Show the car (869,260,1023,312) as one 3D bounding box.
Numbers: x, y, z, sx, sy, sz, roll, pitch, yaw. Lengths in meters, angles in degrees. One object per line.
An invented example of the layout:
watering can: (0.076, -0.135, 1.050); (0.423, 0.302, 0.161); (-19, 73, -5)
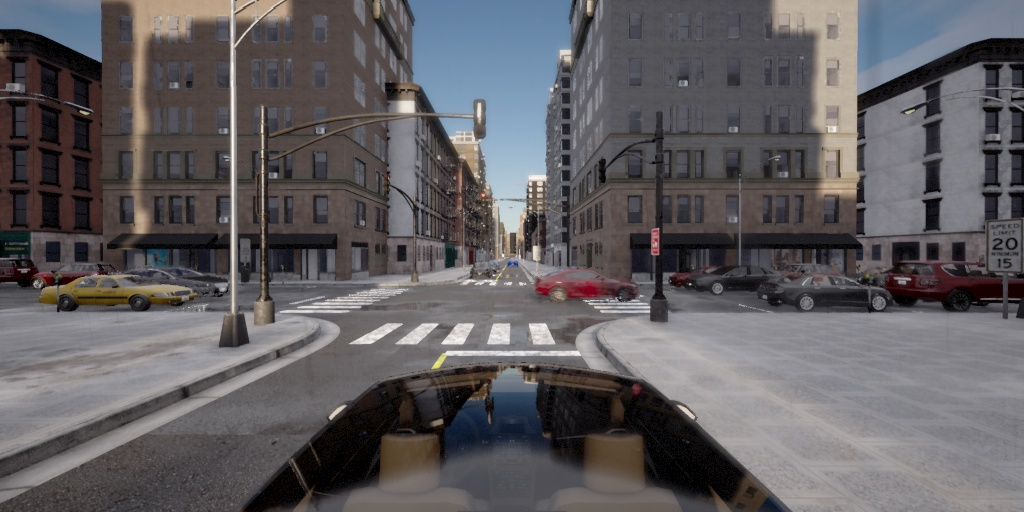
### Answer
car: (17.200, 1.091, 13.601); (5.009, 1.841, 2.192); (0, 0, 0)

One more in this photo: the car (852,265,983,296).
car: (21.401, 1.255, 19.073); (4.892, 1.490, 1.837); (0, 0, 0)

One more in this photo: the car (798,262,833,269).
car: (17.226, 1.176, 21.626); (4.097, 1.591, 1.967); (0, 0, 0)

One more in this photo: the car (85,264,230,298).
car: (-15.532, 1.247, 16.241); (4.902, 1.511, 2.128); (0, 0, 0)

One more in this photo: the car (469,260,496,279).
car: (-2.777, 1.259, 33.016); (1.837, 1.490, 4.892); (0, 0, 0)

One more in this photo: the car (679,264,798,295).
car: (11.919, 1.253, 19.100); (4.892, 1.490, 1.837); (0, 0, 0)

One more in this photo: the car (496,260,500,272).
car: (-2.754, 1.305, 42.813); (2.033, 1.411, 5.357); (0, 0, 0)

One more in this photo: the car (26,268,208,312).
car: (-14.885, 1.293, 13.704); (4.829, 1.417, 1.751); (0, 0, 0)

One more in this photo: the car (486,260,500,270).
car: (-2.725, 1.288, 52.716); (1.812, 1.442, 4.674); (0, 0, 1)

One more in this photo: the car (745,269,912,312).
car: (11.791, 1.325, 13.619); (4.403, 1.370, 2.007); (0, 0, 0)

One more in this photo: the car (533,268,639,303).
car: (3.282, 1.281, 16.181); (4.674, 1.442, 1.812); (0, 0, 0)

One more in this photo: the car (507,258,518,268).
car: (0.144, 1.245, 63.126); (1.882, 1.535, 5.008); (0, 0, 0)

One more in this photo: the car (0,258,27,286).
car: (-32.014, 1.041, 21.784); (5.009, 1.841, 2.192); (0, 0, 0)

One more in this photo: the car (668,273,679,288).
car: (11.817, 1.280, 21.644); (4.507, 1.381, 1.888); (0, 0, 0)

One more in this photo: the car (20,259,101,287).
car: (-26.352, 1.167, 21.765); (4.097, 1.591, 1.967); (0, 0, 0)
